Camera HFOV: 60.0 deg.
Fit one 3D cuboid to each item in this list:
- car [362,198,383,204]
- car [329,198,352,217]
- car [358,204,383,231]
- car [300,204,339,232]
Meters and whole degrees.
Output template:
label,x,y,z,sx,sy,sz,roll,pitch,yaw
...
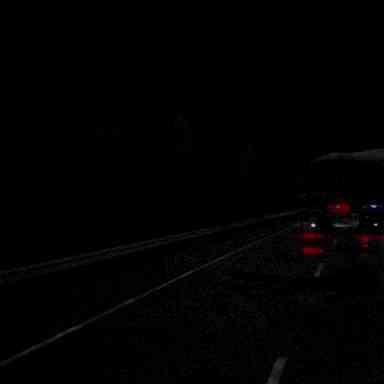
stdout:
label,x,y,z,sx,sy,sz,roll,pitch,yaw
car,20.298,1.693,36.994,2.150,2.045,5.566,-1,-1,29
car,17.119,1.757,38.454,2.150,2.045,5.566,-1,-1,29
car,12.263,1.779,22.222,2.128,1.511,4.902,-1,-1,28
car,8.789,1.849,23.095,1.837,1.490,4.892,-1,-1,28
